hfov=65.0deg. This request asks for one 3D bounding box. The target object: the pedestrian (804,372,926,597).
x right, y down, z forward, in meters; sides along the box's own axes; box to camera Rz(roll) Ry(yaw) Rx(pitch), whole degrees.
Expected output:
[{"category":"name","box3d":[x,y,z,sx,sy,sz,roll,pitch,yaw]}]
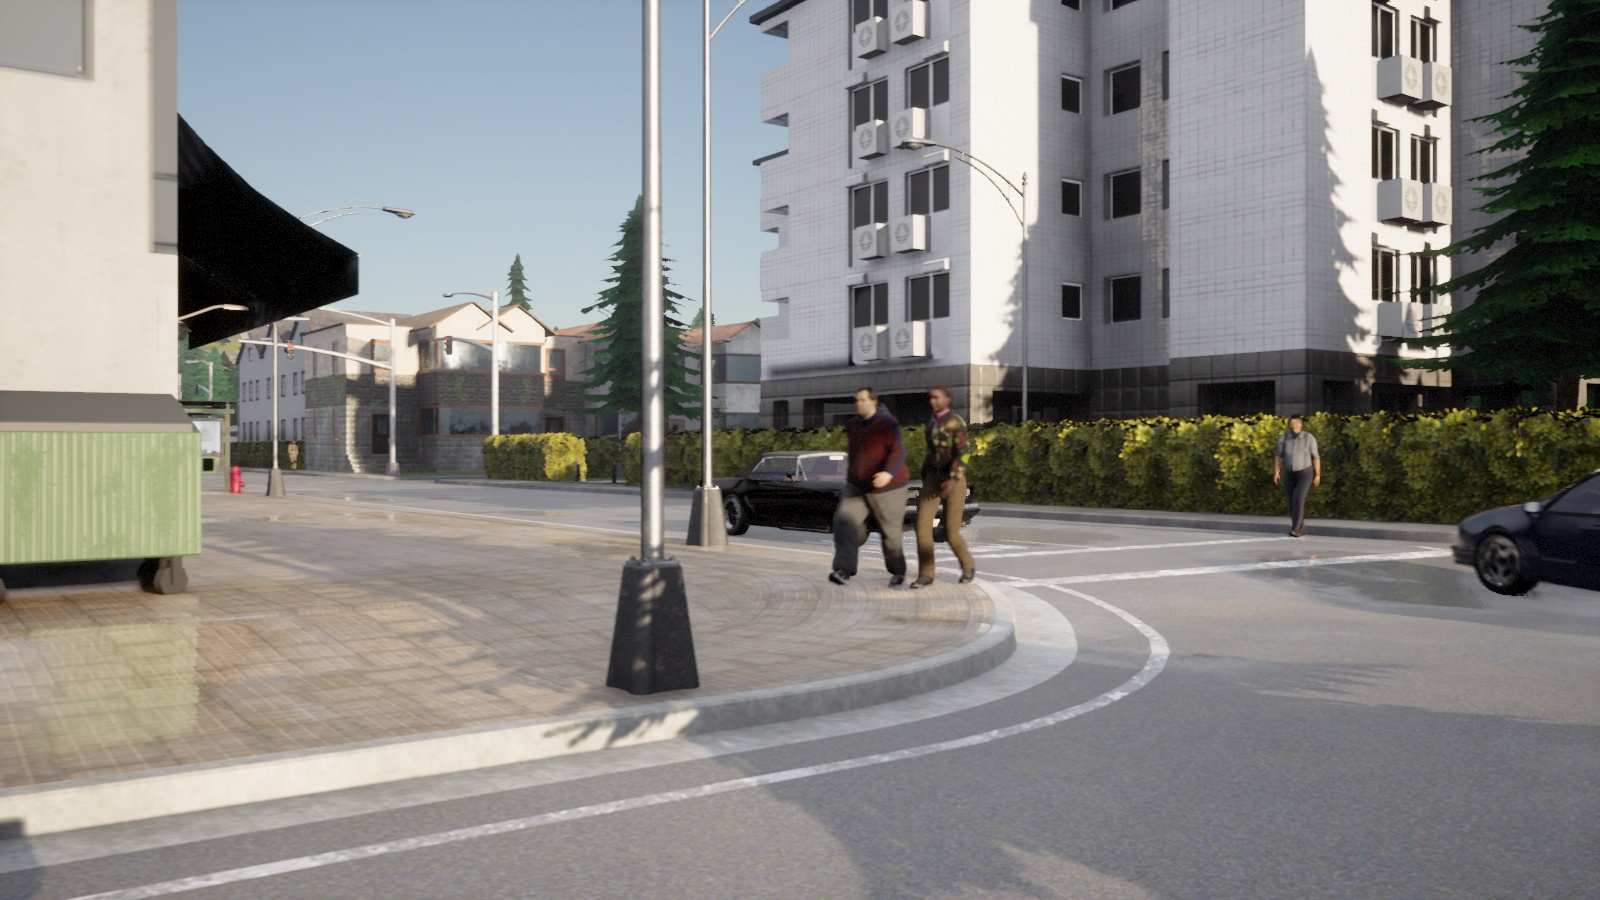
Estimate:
[{"category":"pedestrian","box3d":[0.566,0.282,10.813,0.634,1.844,0.899,0,0,38]}]

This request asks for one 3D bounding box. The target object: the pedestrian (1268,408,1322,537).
[{"category":"pedestrian","box3d":[7.261,0.320,18.417,0.540,1.848,0.694,0,0,38]}]

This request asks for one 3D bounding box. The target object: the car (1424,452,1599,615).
[{"category":"car","box3d":[7.961,0.723,11.129,2.033,1.411,5.357,0,0,-2]}]

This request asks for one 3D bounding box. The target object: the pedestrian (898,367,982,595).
[{"category":"pedestrian","box3d":[1.231,0.265,11.015,0.395,1.930,0.692,0,0,42]}]

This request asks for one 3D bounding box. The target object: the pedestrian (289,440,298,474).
[{"category":"pedestrian","box3d":[-28.804,0.382,71.413,0.396,1.930,0.692,0,0,-30]}]

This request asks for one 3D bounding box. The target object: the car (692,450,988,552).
[{"category":"car","box3d":[0.430,0.664,18.617,1.895,1.301,4.718,0,0,-36]}]
